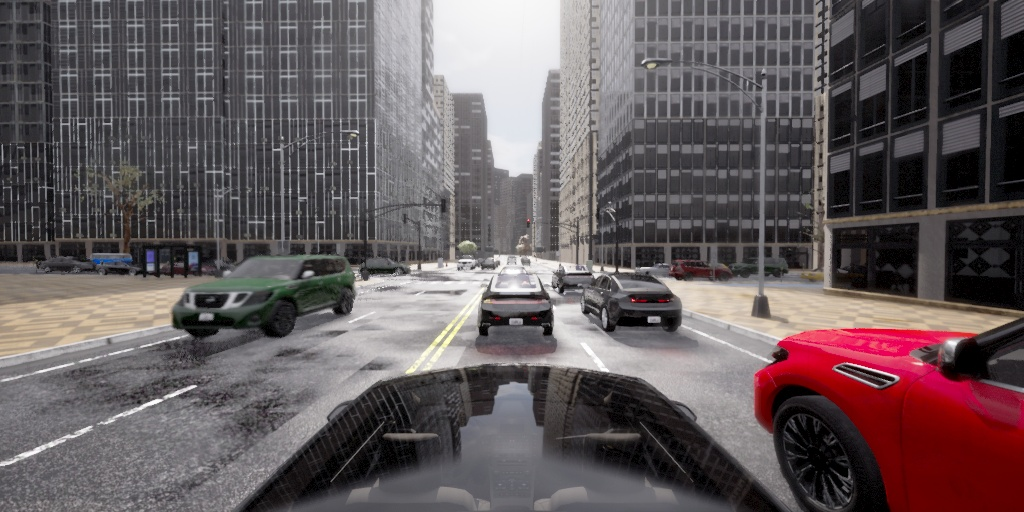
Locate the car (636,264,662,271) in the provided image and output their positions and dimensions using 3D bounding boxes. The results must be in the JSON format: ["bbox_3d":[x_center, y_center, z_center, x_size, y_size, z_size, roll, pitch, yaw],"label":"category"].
[{"bbox_3d":[15.074,1.450,36.730,4.718,1.301,1.895,0,1,0],"label":"car"}]

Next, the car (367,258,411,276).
[{"bbox_3d":[-12.089,1.002,34.401,4.553,1.767,2.097,0,1,-6],"label":"car"}]

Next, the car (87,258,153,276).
[{"bbox_3d":[-34.117,1.067,31.747,4.313,1.339,1.948,0,0,1],"label":"car"}]

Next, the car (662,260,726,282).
[{"bbox_3d":[16.173,1.267,30.948,5.009,1.841,2.192,0,0,1],"label":"car"}]

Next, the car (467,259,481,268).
[{"bbox_3d":[-6.609,1.262,62.616,1.994,1.385,4.181,0,0,0],"label":"car"}]

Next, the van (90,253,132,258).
[{"bbox_3d":[-45.315,0.602,40.400,3.998,1.789,1.690,0,0,1],"label":"van"}]

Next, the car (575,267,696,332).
[{"bbox_3d":[3.342,1.250,10.845,1.837,1.490,4.892,0,0,0],"label":"car"}]

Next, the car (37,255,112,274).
[{"bbox_3d":[-42.248,0.888,34.553,4.892,1.490,1.837,1,1,1],"label":"car"}]

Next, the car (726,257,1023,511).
[{"bbox_3d":[3.348,0.972,0.981,2.150,2.045,5.566,0,0,0],"label":"car"}]

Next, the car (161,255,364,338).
[{"bbox_3d":[-6.594,0.968,10.509,2.150,2.045,5.566,0,0,0],"label":"car"}]

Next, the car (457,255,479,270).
[{"bbox_3d":[-6.625,0.932,52.576,2.150,2.045,5.566,0,0,0],"label":"car"}]

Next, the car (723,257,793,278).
[{"bbox_3d":[24.979,1.157,36.575,5.566,2.045,2.150,1,1,1],"label":"car"}]

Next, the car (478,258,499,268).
[{"bbox_3d":[-3.375,1.189,52.126,1.882,1.535,5.008,0,0,0],"label":"car"}]

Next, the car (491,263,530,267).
[{"bbox_3d":[0.087,1.287,20.087,2.033,1.411,5.357,0,0,0],"label":"car"}]

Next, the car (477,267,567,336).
[{"bbox_3d":[0.093,1.237,10.352,2.128,1.511,4.902,0,0,0],"label":"car"}]

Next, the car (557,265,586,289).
[{"bbox_3d":[3.338,1.231,20.093,2.128,1.511,4.902,0,0,0],"label":"car"}]
